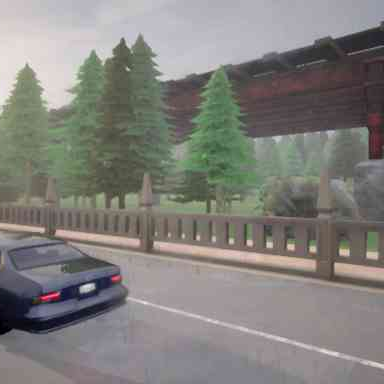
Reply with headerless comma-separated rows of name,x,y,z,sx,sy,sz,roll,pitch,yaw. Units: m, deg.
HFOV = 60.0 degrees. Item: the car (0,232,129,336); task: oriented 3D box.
car,-3.659,1.532,6.615,5.357,1.411,2.033,0,0,36
